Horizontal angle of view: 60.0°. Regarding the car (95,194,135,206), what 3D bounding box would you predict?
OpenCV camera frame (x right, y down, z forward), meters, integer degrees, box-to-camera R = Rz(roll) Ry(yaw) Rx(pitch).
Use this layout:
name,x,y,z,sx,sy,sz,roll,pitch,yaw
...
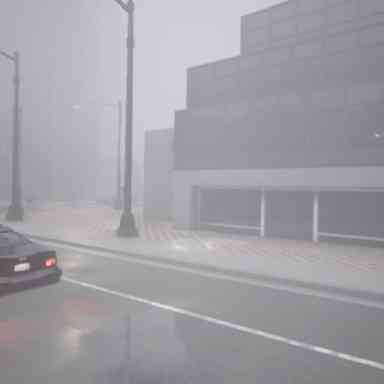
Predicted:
name,x,y,z,sx,sy,sz,roll,pitch,yaw
car,-9.836,0.975,43.005,2.033,1.411,5.357,2,1,37

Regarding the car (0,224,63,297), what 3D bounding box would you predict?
name,x,y,z,sx,sy,sz,roll,pitch,yaw
car,-5.255,1.427,7.761,5.357,1.411,2.033,1,1,36
